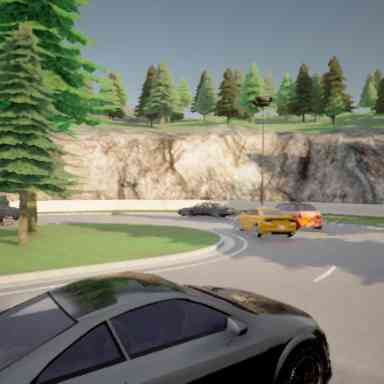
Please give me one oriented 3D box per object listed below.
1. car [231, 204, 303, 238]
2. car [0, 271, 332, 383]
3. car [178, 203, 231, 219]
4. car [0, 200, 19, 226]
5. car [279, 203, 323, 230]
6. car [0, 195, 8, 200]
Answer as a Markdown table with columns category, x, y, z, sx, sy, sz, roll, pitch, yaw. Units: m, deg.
| category | x | y | z | sx | sy | sz | roll | pitch | yaw |
| --- | --- | --- | --- | --- | --- | --- | --- | --- | --- |
| car | 3.954 | 1.581 | 18.558 | 1.882 | 1.535 | 5.008 | 2 | 0 | -9 |
| car | -0.439 | 1.575 | 3.429 | 4.181 | 1.385 | 1.994 | 0 | 0 | -36 |
| car | 1.347 | 1.688 | 31.086 | 5.357 | 1.411 | 2.033 | 0 | 0 | 27 |
| car | -13.630 | 1.498 | 21.349 | 2.128 | 1.511 | 4.902 | -1 | -1 | 39 |
| car | 6.321 | 1.484 | 21.887 | 2.097 | 1.767 | 4.553 | 0 | 0 | -22 |
| car | -17.873 | 1.227 | 27.078 | 5.566 | 2.045 | 2.150 | 1 | -1 | -44 |
